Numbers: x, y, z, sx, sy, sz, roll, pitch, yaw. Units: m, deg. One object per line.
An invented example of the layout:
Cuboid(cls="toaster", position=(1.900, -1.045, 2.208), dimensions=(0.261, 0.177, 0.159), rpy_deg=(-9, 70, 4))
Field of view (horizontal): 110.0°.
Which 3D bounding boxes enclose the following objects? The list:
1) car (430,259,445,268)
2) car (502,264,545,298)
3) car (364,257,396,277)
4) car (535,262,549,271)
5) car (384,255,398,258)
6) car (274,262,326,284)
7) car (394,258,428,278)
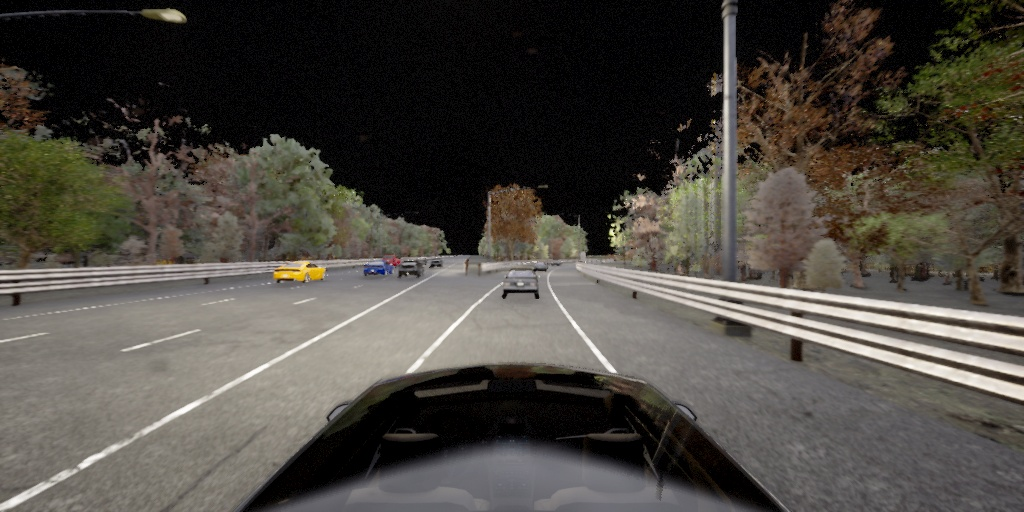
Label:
Cuboid(cls="car", position=(-11.997, 1.186, 57.595), dimensions=(1.837, 1.490, 4.892), rpy_deg=(0, 0, -7))
Cuboid(cls="car", position=(0.520, 1.349, 18.981), dimensions=(2.033, 1.411, 5.357), rpy_deg=(0, 0, 3))
Cuboid(cls="car", position=(-12.894, 1.167, 34.892), dimensions=(1.882, 1.535, 5.008), rpy_deg=(0, 0, -7))
Cuboid(cls="car", position=(4.271, 1.537, 52.938), dimensions=(1.994, 1.385, 4.181), rpy_deg=(0, 0, 9))
Cuboid(cls="car", position=(-18.915, 0.880, 56.469), dimensions=(2.150, 2.045, 5.566), rpy_deg=(0, 0, -7))
Cuboid(cls="car", position=(-15.434, 1.163, 26.390), dimensions=(1.882, 1.535, 5.008), rpy_deg=(0, 0, -7))
Cuboid(cls="car", position=(-9.132, 1.208, 32.814), dimensions=(1.837, 1.490, 4.892), rpy_deg=(0, 0, -7))
